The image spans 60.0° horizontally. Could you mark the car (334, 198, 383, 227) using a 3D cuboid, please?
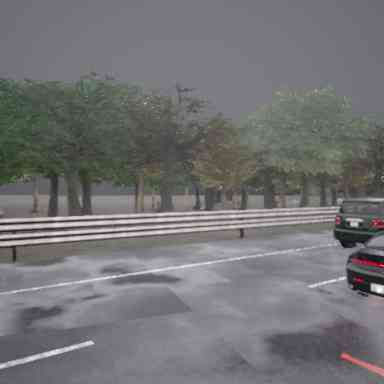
[{"bbox_3d":[8.083,1.270,13.493,5.566,2.045,2.150,0,0,-34],"label":"car"}]

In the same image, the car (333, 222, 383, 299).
[{"bbox_3d":[5.431,1.536,7.469,4.892,1.490,1.837,0,0,-34],"label":"car"}]
